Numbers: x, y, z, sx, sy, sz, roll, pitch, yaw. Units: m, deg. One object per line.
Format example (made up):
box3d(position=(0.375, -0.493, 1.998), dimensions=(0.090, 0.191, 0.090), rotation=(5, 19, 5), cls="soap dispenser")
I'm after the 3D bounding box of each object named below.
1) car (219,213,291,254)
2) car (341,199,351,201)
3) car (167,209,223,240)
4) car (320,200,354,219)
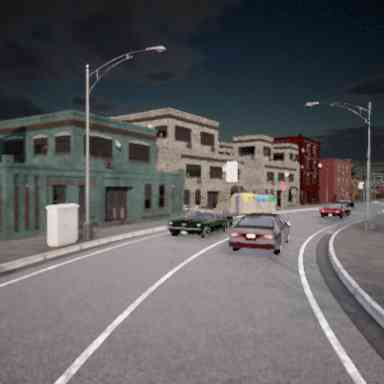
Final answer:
box3d(position=(2.950, 1.575, 13.812), dimensions=(2.033, 1.411, 5.357), rotation=(1, 0, 21), cls="car")
box3d(position=(23.310, 1.801, 50.668), dimensions=(2.033, 1.411, 5.357), rotation=(1, 0, 37), cls="car")
box3d(position=(0.560, 1.581, 17.354), dimensions=(1.895, 1.301, 4.718), rotation=(1, 0, 25), cls="car")
box3d(position=(13.555, 1.762, 31.239), dimensions=(1.895, 1.301, 4.718), rotation=(1, 0, 36), cls="car")
